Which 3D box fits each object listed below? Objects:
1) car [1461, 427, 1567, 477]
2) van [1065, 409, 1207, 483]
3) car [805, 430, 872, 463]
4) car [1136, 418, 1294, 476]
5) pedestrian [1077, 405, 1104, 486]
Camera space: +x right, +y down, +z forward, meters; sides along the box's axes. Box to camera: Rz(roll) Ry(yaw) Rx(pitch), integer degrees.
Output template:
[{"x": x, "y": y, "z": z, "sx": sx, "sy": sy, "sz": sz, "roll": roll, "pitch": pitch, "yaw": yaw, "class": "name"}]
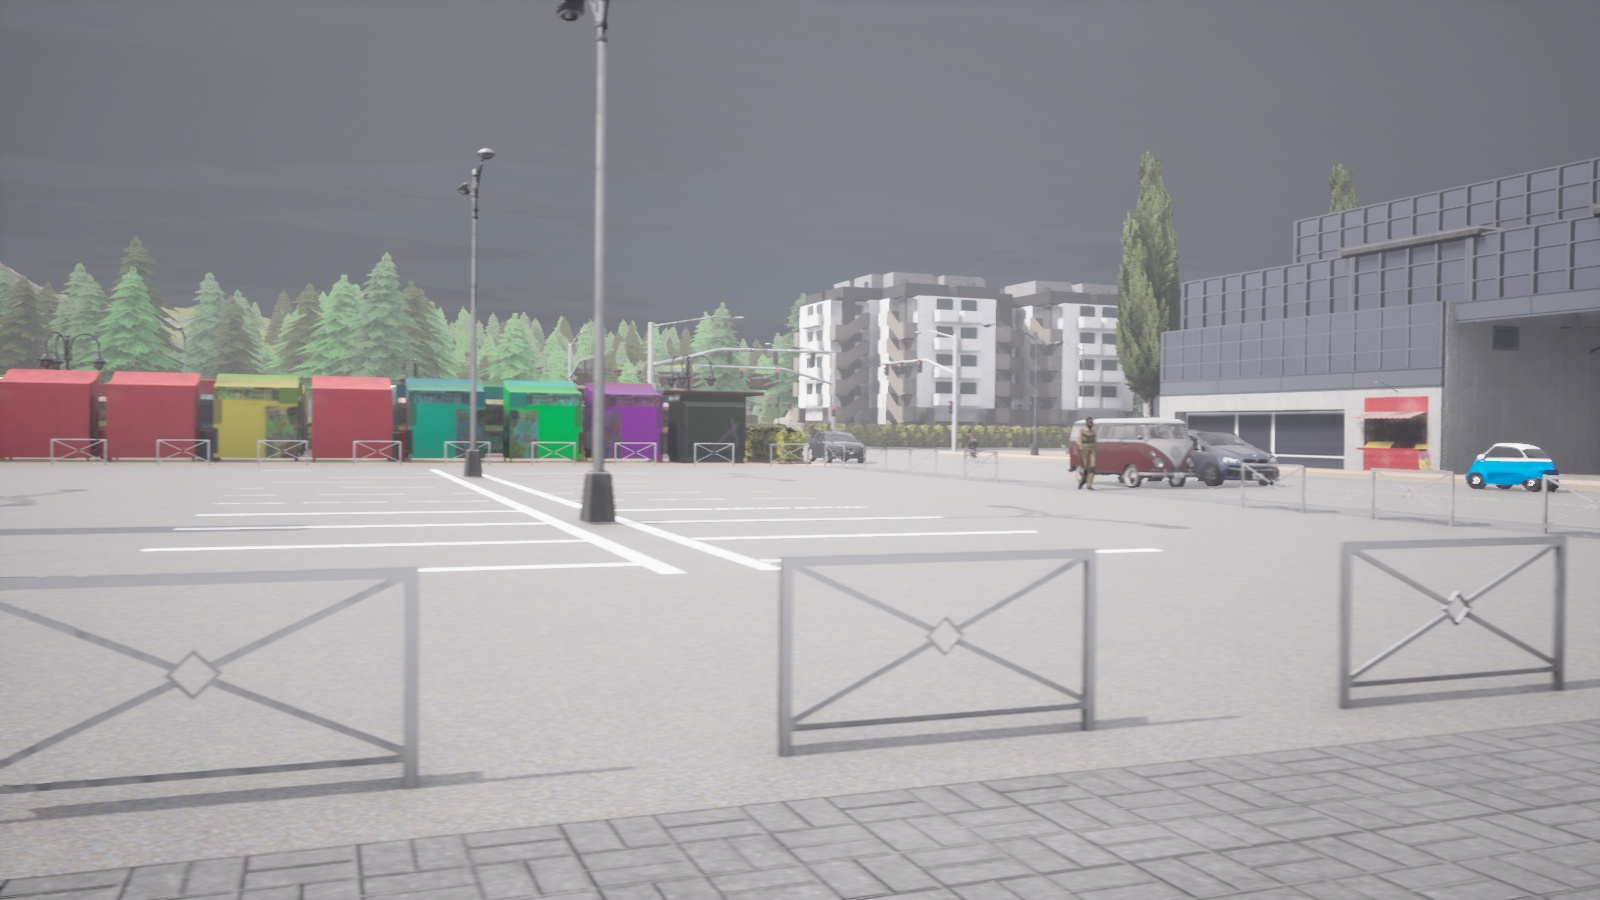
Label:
[{"x": 20.612, "y": 0.039, "z": 36.310, "sx": 1.481, "sy": 1.376, "sz": 2.207, "roll": 0, "pitch": 1, "yaw": -27, "class": "car"}, {"x": 9.641, "y": -0.147, "z": 36.443, "sx": 1.775, "sy": 1.987, "sz": 4.442, "roll": -1, "pitch": 1, "yaw": -19, "class": "van"}, {"x": 1.777, "y": -0.183, "z": 59.394, "sx": 1.837, "sy": 1.490, "sz": 4.892, "roll": -1, "pitch": 1, "yaw": -15, "class": "car"}, {"x": 12.620, "y": -0.122, "z": 38.546, "sx": 2.242, "sy": 1.667, "sz": 4.611, "roll": -1, "pitch": 1, "yaw": -19, "class": "car"}, {"x": 7.001, "y": -0.112, "z": 30.279, "sx": 0.396, "sy": 1.930, "sz": 0.692, "roll": -1, "pitch": 1, "yaw": -8, "class": "pedestrian"}]
